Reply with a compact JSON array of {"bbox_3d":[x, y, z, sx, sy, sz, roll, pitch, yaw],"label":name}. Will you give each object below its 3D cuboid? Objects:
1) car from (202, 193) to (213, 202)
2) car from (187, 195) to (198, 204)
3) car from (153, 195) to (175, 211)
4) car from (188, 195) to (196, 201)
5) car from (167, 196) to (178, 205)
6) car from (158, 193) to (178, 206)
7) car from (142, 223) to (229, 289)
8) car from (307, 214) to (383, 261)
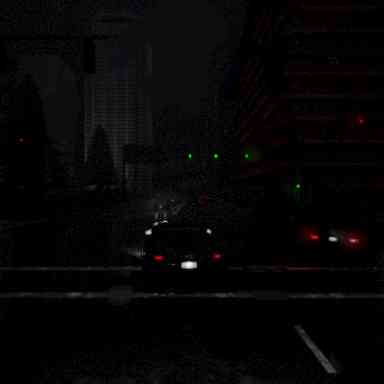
[{"bbox_3d":[3.501,1.446,70.691,1.837,1.490,4.892,0,0,0],"label":"car"},{"bbox_3d":[0.101,1.521,63.755,1.994,1.385,4.181,0,0,0],"label":"car"},{"bbox_3d":[-3.594,1.464,40.853,2.128,1.511,4.902,0,0,0],"label":"car"},{"bbox_3d":[0.001,1.446,81.222,1.837,1.490,4.892,0,0,0],"label":"car"},{"bbox_3d":[-3.499,1.485,60.757,1.812,1.442,4.674,0,0,0],"label":"car"},{"bbox_3d":[-3.569,1.318,50.778,2.097,1.767,4.553,0,0,0],"label":"car"},{"bbox_3d":[-0.339,1.549,9.259,1.994,1.385,4.181,0,1,-8],"label":"car"},{"bbox_3d":[6.089,1.520,12.317,2.033,1.411,5.357,0,0,41],"label":"car"}]
